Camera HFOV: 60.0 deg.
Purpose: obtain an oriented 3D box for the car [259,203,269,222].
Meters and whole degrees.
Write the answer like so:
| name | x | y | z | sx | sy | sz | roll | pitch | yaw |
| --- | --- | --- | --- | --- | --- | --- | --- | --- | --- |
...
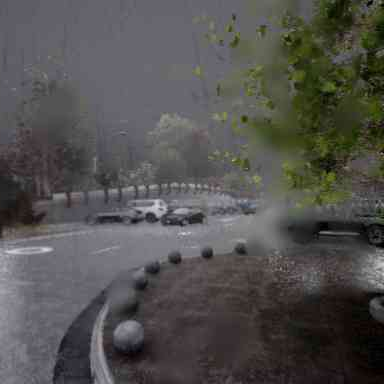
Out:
| name | x | y | z | sx | sy | sz | roll | pitch | yaw |
| --- | --- | --- | --- | --- | --- | --- | --- | --- | --- |
| car | 8.057 | 2.009 | 30.978 | 1.812 | 1.442 | 4.674 | -1 | -1 | 29 |

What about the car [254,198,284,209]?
| name | x | y | z | sx | sy | sz | roll | pitch | yaw |
| --- | --- | --- | --- | --- | --- | --- | --- | --- | --- |
| car | 15.484 | 2.282 | 67.280 | 5.566 | 2.045 | 2.435 | -1 | -2 | 9 |

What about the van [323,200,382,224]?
| name | x | y | z | sx | sy | sz | roll | pitch | yaw |
| --- | --- | --- | --- | --- | --- | --- | --- | --- | --- |
| van | 14.201 | 1.709 | 29.654 | 4.442 | 1.987 | 1.878 | 0 | -1 | 9 |

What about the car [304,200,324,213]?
| name | x | y | z | sx | sy | sz | roll | pitch | yaw |
| --- | --- | --- | --- | --- | --- | --- | --- | --- | --- |
| car | 18.167 | 2.106 | 49.308 | 2.097 | 1.767 | 4.553 | -1 | -1 | 29 |

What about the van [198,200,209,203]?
| name | x | y | z | sx | sy | sz | roll | pitch | yaw |
| --- | --- | --- | --- | --- | --- | --- | --- | --- | --- |
| van | -0.703 | 1.885 | 38.181 | 4.442 | 1.987 | 1.878 | -1 | -1 | 9 |

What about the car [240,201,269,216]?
| name | x | y | z | sx | sy | sz | roll | pitch | yaw |
| --- | --- | --- | --- | --- | --- | --- | --- | --- | --- |
| car | 8.192 | 2.258 | 41.766 | 2.033 | 1.411 | 5.357 | -1 | -1 | 29 |

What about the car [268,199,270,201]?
| name | x | y | z | sx | sy | sz | roll | pitch | yaw |
| --- | --- | --- | --- | --- | --- | --- | --- | --- | --- |
| car | 11.092 | 2.419 | 59.321 | 4.892 | 1.521 | 2.231 | -1 | -1 | 9 |

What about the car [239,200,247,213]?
| name | x | y | z | sx | sy | sz | roll | pitch | yaw |
| --- | --- | --- | --- | --- | --- | --- | --- | --- | --- |
| car | 5.281 | 2.293 | 48.741 | 4.792 | 1.488 | 2.163 | -1 | -2 | 9 |

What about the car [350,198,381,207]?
| name | x | y | z | sx | sy | sz | roll | pitch | yaw |
| --- | --- | --- | --- | --- | --- | --- | --- | --- | --- |
| car | 38.388 | 2.325 | 73.723 | 5.566 | 2.045 | 2.435 | 0 | -1 | 9 |

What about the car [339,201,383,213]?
| name | x | y | z | sx | sy | sz | roll | pitch | yaw |
| --- | --- | --- | --- | --- | --- | --- | --- | --- | --- |
| car | 24.260 | 2.198 | 47.786 | 5.366 | 1.575 | 1.946 | 0 | -1 | 9 |

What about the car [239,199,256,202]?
| name | x | y | z | sx | sy | sz | roll | pitch | yaw |
| --- | --- | --- | --- | --- | --- | --- | --- | --- | --- |
| car | 6.675 | 2.052 | 51.404 | 5.566 | 2.045 | 2.435 | -1 | -1 | 9 |

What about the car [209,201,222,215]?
| name | x | y | z | sx | sy | sz | roll | pitch | yaw |
| --- | --- | --- | --- | --- | --- | --- | --- | --- | --- |
| car | 0.868 | 2.149 | 40.814 | 4.892 | 1.521 | 2.231 | -1 | -2 | 9 |

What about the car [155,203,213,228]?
| name | x | y | z | sx | sy | sz | roll | pitch | yaw |
| --- | --- | --- | --- | --- | --- | --- | --- | --- | --- |
| car | -0.523 | 1.904 | 26.154 | 1.882 | 1.535 | 5.008 | -1 | -1 | 29 |

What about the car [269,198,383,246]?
| name | x | y | z | sx | sy | sz | roll | pitch | yaw |
| --- | --- | --- | --- | --- | --- | --- | --- | --- | --- |
| car | 6.971 | 1.490 | 16.718 | 5.566 | 2.045 | 2.435 | 0 | -1 | 9 |

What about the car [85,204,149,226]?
| name | x | y | z | sx | sy | sz | roll | pitch | yaw |
| --- | --- | --- | --- | --- | --- | --- | --- | --- | --- |
| car | -6.444 | 1.981 | 27.566 | 4.792 | 1.488 | 2.163 | -1 | -1 | 9 |

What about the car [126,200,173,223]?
| name | x | y | z | sx | sy | sz | roll | pitch | yaw |
| --- | --- | --- | --- | --- | --- | --- | --- | --- | --- |
| car | -4.990 | 1.740 | 30.221 | 5.566 | 2.045 | 2.435 | -1 | -1 | 9 |

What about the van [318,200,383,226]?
| name | x | y | z | sx | sy | sz | roll | pitch | yaw |
| --- | --- | --- | --- | --- | --- | --- | --- | --- | --- |
| van | 12.772 | 1.671 | 27.063 | 4.442 | 1.987 | 1.878 | 0 | -1 | 9 |

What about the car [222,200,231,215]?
| name | x | y | z | sx | sy | sz | roll | pitch | yaw |
| --- | --- | --- | --- | --- | --- | --- | --- | --- | --- |
| car | 2.364 | 2.060 | 43.440 | 4.553 | 1.767 | 2.185 | -1 | -1 | 9 |

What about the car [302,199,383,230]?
| name | x | y | z | sx | sy | sz | roll | pitch | yaw |
| --- | --- | --- | --- | --- | --- | --- | --- | --- | --- |
| car | 11.200 | 1.605 | 24.484 | 5.566 | 2.045 | 2.435 | 1 | 0 | 9 |

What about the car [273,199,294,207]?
| name | x | y | z | sx | sy | sz | roll | pitch | yaw |
| --- | --- | --- | --- | --- | --- | --- | --- | --- | --- |
| car | 21.321 | 2.561 | 77.859 | 4.553 | 1.767 | 2.185 | -1 | -1 | 9 |

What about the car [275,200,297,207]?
| name | x | y | z | sx | sy | sz | roll | pitch | yaw |
| --- | --- | --- | --- | --- | --- | --- | --- | --- | --- |
| car | 22.745 | 2.727 | 80.513 | 4.892 | 1.521 | 2.231 | -1 | -2 | 9 |

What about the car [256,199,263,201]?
| name | x | y | z | sx | sy | sz | roll | pitch | yaw |
| --- | --- | --- | --- | --- | --- | --- | --- | --- | --- |
| car | 8.351 | 2.335 | 54.016 | 5.366 | 1.575 | 1.946 | -1 | -2 | 9 |

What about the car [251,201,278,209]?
| name | x | y | z | sx | sy | sz | roll | pitch | yaw |
| --- | --- | --- | --- | --- | --- | --- | --- | --- | --- |
| car | 14.032 | 2.524 | 64.625 | 4.792 | 1.488 | 2.163 | -1 | -2 | 9 |

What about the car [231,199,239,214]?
| name | x | y | z | sx | sy | sz | roll | pitch | yaw |
| --- | --- | --- | --- | --- | --- | --- | --- | --- | --- |
| car | 3.819 | 2.099 | 46.097 | 4.553 | 1.767 | 2.185 | -1 | -1 | 9 |

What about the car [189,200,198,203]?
| name | x | y | z | sx | sy | sz | roll | pitch | yaw |
| --- | --- | --- | --- | --- | --- | --- | --- | --- | --- |
| car | -2.076 | 1.945 | 35.530 | 4.553 | 1.767 | 2.185 | -1 | -2 | 9 |

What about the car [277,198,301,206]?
| name | x | y | z | sx | sy | sz | roll | pitch | yaw |
| --- | --- | --- | --- | --- | --- | --- | --- | --- | --- |
| car | 24.178 | 2.513 | 83.157 | 5.566 | 2.045 | 2.435 | -1 | -1 | 9 |

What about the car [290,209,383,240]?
| name | x | y | z | sx | sy | sz | roll | pitch | yaw |
| --- | --- | --- | --- | --- | --- | --- | --- | --- | --- |
| car | 8.344 | 1.809 | 19.289 | 4.792 | 1.488 | 2.163 | 0 | 0 | 9 |

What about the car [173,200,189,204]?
| name | x | y | z | sx | sy | sz | roll | pitch | yaw |
| --- | --- | --- | --- | --- | --- | --- | --- | --- | --- |
| car | -3.478 | 1.778 | 32.881 | 5.566 | 2.045 | 2.435 | -1 | -2 | 9 |

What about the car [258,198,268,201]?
| name | x | y | z | sx | sy | sz | roll | pitch | yaw |
| --- | --- | --- | --- | --- | --- | --- | --- | --- | --- |
| car | 9.653 | 2.128 | 56.685 | 5.566 | 2.045 | 2.435 | -1 | -2 | 9 |
